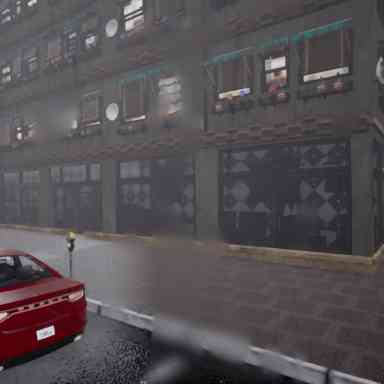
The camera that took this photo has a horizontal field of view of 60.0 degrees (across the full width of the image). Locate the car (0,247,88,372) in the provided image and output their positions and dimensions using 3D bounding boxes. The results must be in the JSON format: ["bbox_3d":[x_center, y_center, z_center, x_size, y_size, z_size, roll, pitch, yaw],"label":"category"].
[{"bbox_3d":[-3.557,1.546,5.267,4.507,1.381,1.887,0,-1,36],"label":"car"}]
